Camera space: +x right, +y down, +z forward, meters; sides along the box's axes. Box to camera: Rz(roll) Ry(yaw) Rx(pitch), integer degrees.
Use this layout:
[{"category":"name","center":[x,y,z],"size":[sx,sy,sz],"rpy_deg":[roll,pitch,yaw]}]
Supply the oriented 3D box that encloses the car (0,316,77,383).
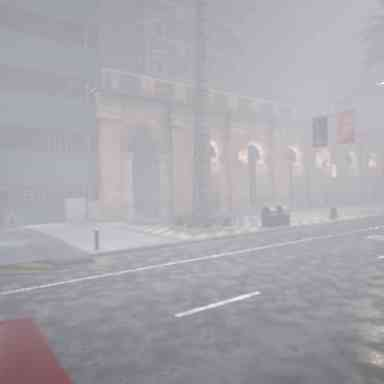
[{"category":"car","center":[-3.169,1.641,1.722],"size":[4.718,1.301,1.895],"rpy_deg":[-2,1,-36]}]

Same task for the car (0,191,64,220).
[{"category":"car","center":[-12.607,0.941,25.385],"size":[5.566,2.045,2.435],"rpy_deg":[-2,1,-36]}]
